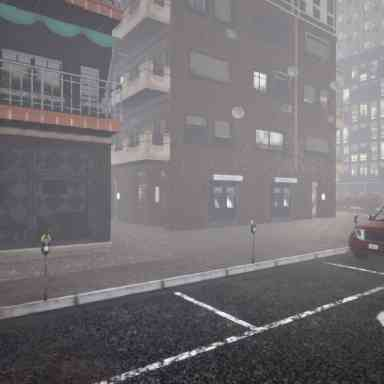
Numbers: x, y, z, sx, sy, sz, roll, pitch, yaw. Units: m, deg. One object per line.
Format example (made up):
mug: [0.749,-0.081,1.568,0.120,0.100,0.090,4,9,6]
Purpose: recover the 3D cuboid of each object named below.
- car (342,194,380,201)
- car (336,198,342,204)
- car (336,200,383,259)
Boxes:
car: [19.319,1.112,38.940,2.192,1.841,5.009,1,0,-36]
car: [12.706,1.333,34.186,1.802,1.307,4.206,1,0,-36]
car: [7.472,1.318,11.407,5.009,1.841,2.192,0,0,-35]
